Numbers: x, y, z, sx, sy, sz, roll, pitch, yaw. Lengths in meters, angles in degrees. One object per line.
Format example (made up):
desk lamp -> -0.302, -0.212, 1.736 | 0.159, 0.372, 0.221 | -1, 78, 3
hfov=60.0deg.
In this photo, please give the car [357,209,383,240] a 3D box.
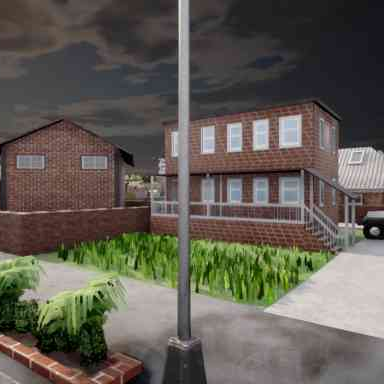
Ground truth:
car -> 8.506, 0.973, 12.581 | 3.866, 1.878, 1.905 | 0, 0, 36
